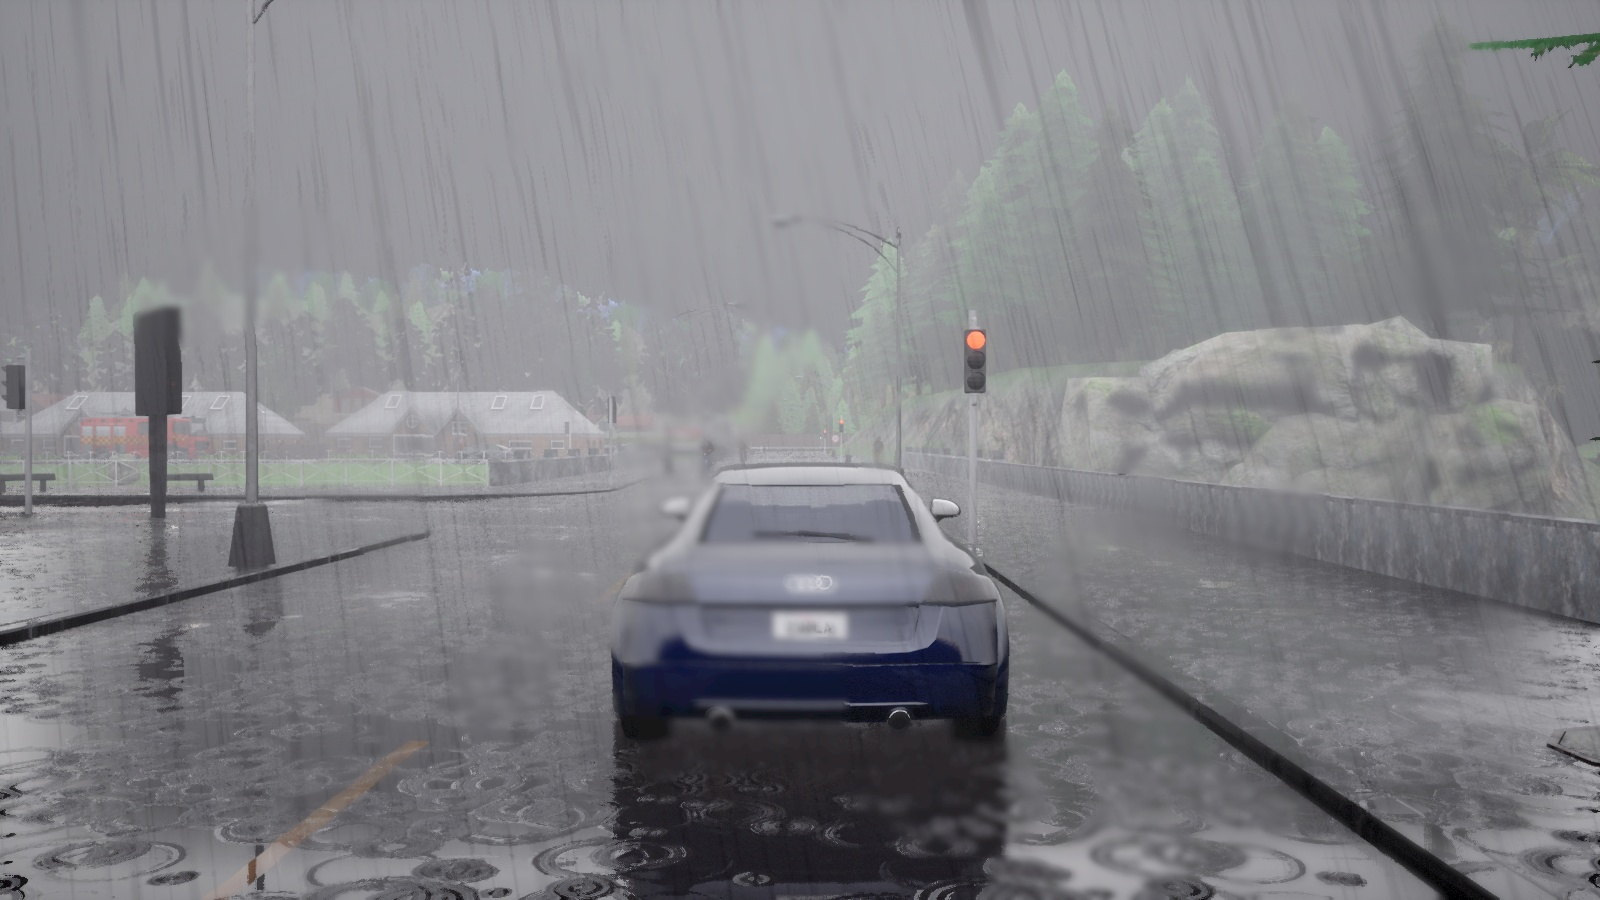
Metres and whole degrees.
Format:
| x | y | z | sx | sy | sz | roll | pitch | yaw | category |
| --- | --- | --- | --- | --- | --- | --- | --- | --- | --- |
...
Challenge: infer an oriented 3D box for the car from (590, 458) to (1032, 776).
| x | y | z | sx | sy | sz | roll | pitch | yaw | category |
| --- | --- | --- | --- | --- | --- | --- | --- | --- | --- |
| 0.066 | 0.767 | 7.763 | 1.994 | 1.385 | 4.181 | 0 | 0 | 1 | car |

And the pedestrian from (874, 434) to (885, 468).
| x | y | z | sx | sy | sz | roll | pitch | yaw | category |
| --- | --- | --- | --- | --- | --- | --- | --- | --- | --- |
| 4.364 | 0.072 | 68.763 | 0.540 | 1.848 | 0.694 | 0 | 0 | 1 | pedestrian |

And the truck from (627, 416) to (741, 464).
| x | y | z | sx | sy | sz | roll | pitch | yaw | category |
| --- | --- | --- | --- | --- | --- | --- | --- | --- | --- |
| -8.430 | -0.762 | 92.069 | 7.936 | 3.462 | 2.891 | 0 | 1 | 5 | truck |

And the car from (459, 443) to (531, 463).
| x | y | z | sx | sy | sz | roll | pitch | yaw | category |
| --- | --- | --- | --- | --- | --- | --- | --- | --- | --- |
| -22.576 | 0.203 | 93.111 | 4.792 | 1.488 | 2.163 | 0 | 0 | 0 | car |
